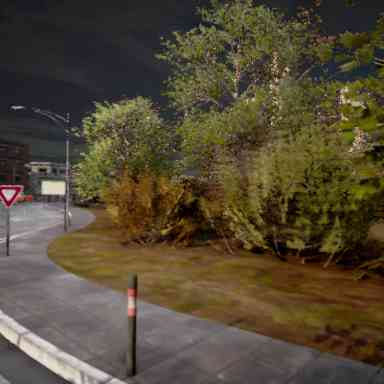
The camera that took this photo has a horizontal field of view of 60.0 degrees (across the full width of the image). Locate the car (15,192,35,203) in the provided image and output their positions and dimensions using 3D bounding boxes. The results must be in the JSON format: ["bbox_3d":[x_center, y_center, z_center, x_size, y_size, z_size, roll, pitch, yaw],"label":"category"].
[{"bbox_3d":[-25.337,0.772,49.919,2.097,1.767,4.553,1,-1,-5],"label":"car"}]
